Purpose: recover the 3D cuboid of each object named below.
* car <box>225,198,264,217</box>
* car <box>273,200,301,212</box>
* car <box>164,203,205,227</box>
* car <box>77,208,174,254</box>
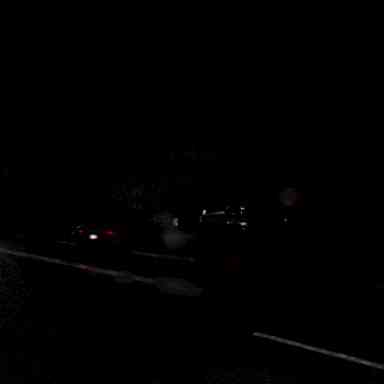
[{"bbox_3d":[4.904,1.358,30.906,2.097,1.767,4.553,0,0,37],"label":"car"},{"bbox_3d":[11.232,1.483,39.136,1.882,1.535,5.008,0,0,39],"label":"car"},{"bbox_3d":[-0.913,1.511,22.775,1.837,1.490,4.892,0,0,35],"label":"car"},{"bbox_3d":[-2.677,1.558,13.609,1.994,1.385,4.181,-1,0,23],"label":"car"}]
